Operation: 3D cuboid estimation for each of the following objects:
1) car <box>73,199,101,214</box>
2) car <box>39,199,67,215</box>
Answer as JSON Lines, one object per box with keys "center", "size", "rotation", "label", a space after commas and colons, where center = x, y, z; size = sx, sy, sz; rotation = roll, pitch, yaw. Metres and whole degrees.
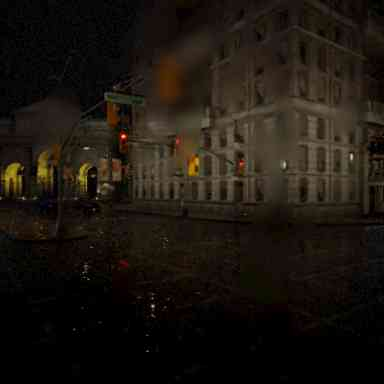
{"center": [-11.368, 1.507, 35.872], "size": [1.837, 1.490, 4.892], "rotation": [0, 0, -35], "label": "car"}
{"center": [-14.186, 1.480, 33.801], "size": [1.882, 1.535, 5.008], "rotation": [0, 0, -35], "label": "car"}
